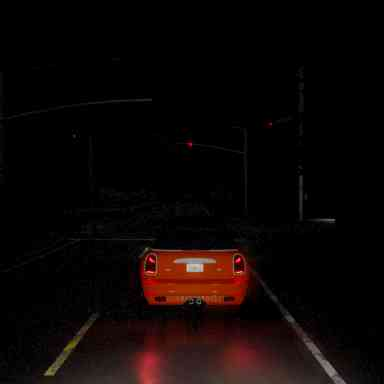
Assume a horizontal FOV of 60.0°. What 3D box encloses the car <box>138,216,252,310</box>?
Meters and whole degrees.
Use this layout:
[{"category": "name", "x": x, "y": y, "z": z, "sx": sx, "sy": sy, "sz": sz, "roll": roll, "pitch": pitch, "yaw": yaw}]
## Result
[{"category": "car", "x": 0.058, "y": 1.352, "z": 7.974, "sx": 2.097, "sy": 1.767, "sz": 4.553, "roll": 0, "pitch": 0, "yaw": 0}]
